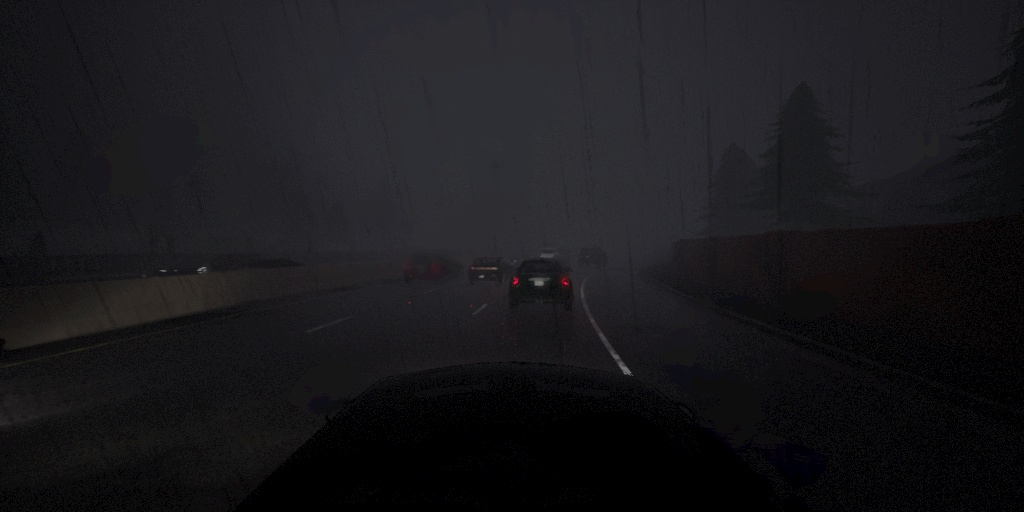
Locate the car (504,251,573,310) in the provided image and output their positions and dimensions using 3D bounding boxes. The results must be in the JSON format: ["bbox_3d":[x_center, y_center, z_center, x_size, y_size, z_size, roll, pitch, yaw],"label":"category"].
[{"bbox_3d":[1.183,0.834,13.417,2.097,1.767,4.553,0,1,8],"label":"car"}]

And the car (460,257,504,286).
[{"bbox_3d":[-1.022,0.800,20.722,2.128,1.511,4.902,0,1,12],"label":"car"}]

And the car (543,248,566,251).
[{"bbox_3d":[4.697,0.144,37.971,2.150,2.045,5.566,1,1,24],"label":"car"}]

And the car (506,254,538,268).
[{"bbox_3d":[1.101,0.471,38.325,1.994,1.385,4.181,1,1,23],"label":"car"}]

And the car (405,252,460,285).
[{"bbox_3d":[-4.455,0.640,21.305,2.097,1.767,4.553,0,1,12],"label":"car"}]

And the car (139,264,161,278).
[{"bbox_3d":[-18.930,0.750,21.332,2.128,1.511,4.902,0,1,11],"label":"car"}]

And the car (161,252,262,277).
[{"bbox_3d":[-15.664,0.655,19.659,2.097,1.767,4.553,0,1,11],"label":"car"}]

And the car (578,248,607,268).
[{"bbox_3d":[8.692,0.144,38.305,2.150,2.045,5.566,1,1,25],"label":"car"}]

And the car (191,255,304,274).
[{"bbox_3d":[-12.471,0.857,17.814,1.837,1.490,4.892,0,1,10],"label":"car"}]
